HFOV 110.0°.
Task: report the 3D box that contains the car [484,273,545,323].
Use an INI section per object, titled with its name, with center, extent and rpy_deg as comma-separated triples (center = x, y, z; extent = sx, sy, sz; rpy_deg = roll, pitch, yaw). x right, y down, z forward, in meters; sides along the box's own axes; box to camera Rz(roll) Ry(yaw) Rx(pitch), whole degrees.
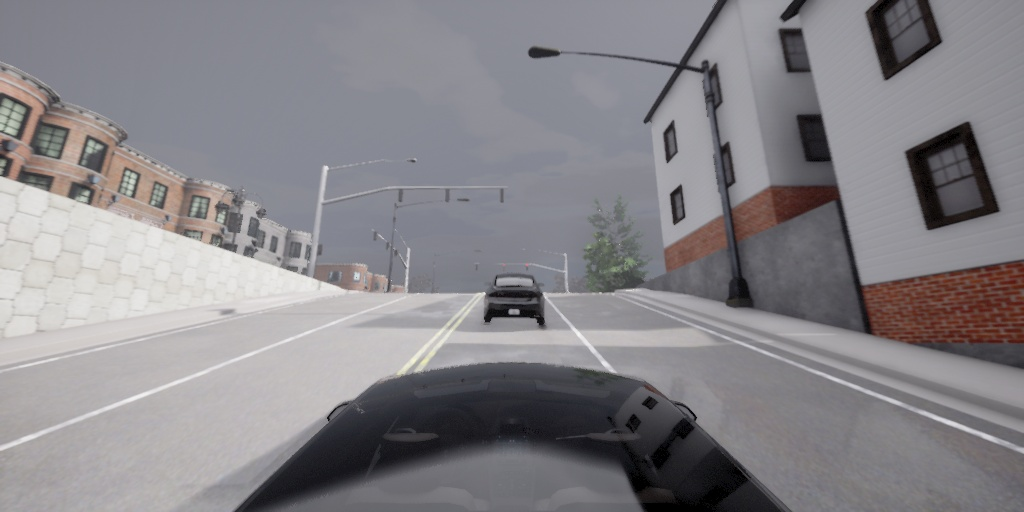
[car]
center = 0.081, 1.325, 12.369
extent = 1.837, 1.490, 4.892
rpy_deg = 1, 0, 0
